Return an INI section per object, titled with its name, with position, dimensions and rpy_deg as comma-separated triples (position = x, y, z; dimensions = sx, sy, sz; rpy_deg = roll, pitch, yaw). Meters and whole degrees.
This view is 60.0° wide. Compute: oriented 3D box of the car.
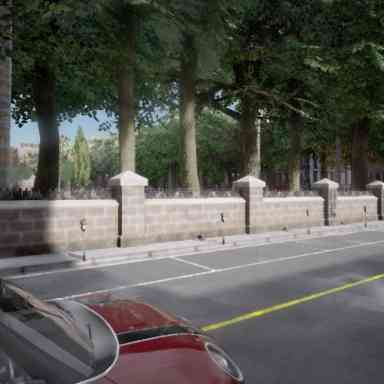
[car]
position = -1.729, 1.351, 2.201
dimensions = 4.553, 1.767, 2.097
rpy_deg = 0, 0, -35
